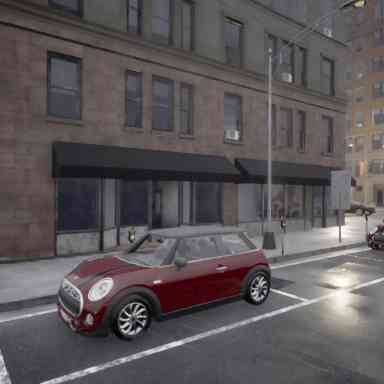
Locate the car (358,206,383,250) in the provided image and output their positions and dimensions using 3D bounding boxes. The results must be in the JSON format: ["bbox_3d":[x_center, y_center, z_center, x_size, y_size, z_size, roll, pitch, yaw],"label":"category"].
[{"bbox_3d":[8.555,1.445,12.813,4.097,1.590,1.967,0,0,-35],"label":"car"}]

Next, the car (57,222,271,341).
[{"bbox_3d":[-0.406,1.441,6.456,4.097,1.590,1.967,0,0,-35],"label":"car"}]

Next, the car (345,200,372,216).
[{"bbox_3d":[14.774,1.404,31.720,1.882,1.535,5.008,1,0,-37],"label":"car"}]
